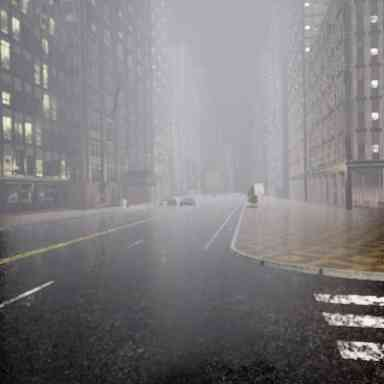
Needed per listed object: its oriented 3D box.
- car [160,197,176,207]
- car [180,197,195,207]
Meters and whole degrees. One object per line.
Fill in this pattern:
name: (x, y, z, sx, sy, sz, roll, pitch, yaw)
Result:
car: (-3.862, 1.585, 54.665, 2.128, 1.511, 4.902, -1, 0, 10)
car: (-0.658, 1.588, 54.115, 2.033, 1.411, 5.357, -1, 0, 10)
